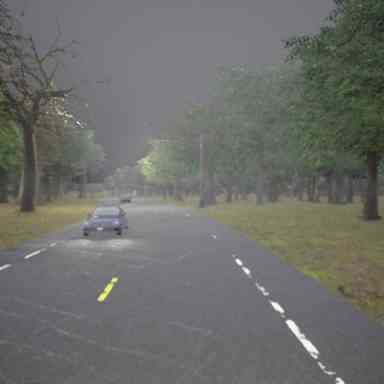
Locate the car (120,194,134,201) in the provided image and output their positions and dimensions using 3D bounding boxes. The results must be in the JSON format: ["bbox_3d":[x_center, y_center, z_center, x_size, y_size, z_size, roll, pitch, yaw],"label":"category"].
[{"bbox_3d":[-11.889,1.417,59.367,1.895,1.301,4.718,0,0,-15],"label":"car"}]

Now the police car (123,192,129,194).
[{"bbox_3d":[-17.835,1.288,92.969,1.930,1.638,5.238,0,0,-15],"label":"police car"}]

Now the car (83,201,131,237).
[{"bbox_3d":[-4.470,1.447,17.802,1.812,1.442,4.674,0,0,-5],"label":"car"}]
